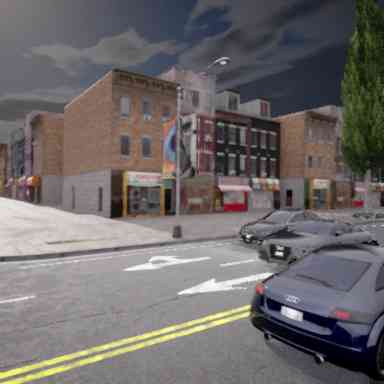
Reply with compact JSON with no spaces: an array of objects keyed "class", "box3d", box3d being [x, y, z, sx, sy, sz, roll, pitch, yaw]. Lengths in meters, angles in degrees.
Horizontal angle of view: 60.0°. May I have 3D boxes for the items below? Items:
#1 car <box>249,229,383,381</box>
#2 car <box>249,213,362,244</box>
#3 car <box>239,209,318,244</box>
[{"class":"car","box3d":[2.943,1.571,5.538,4.181,1.385,1.994,0,0,-36]},{"class":"car","box3d":[4.105,1.577,10.606,4.181,1.385,1.994,0,0,-35]},{"class":"car","box3d":[4.219,1.523,14.678,4.892,1.490,1.837,0,0,-35]}]
